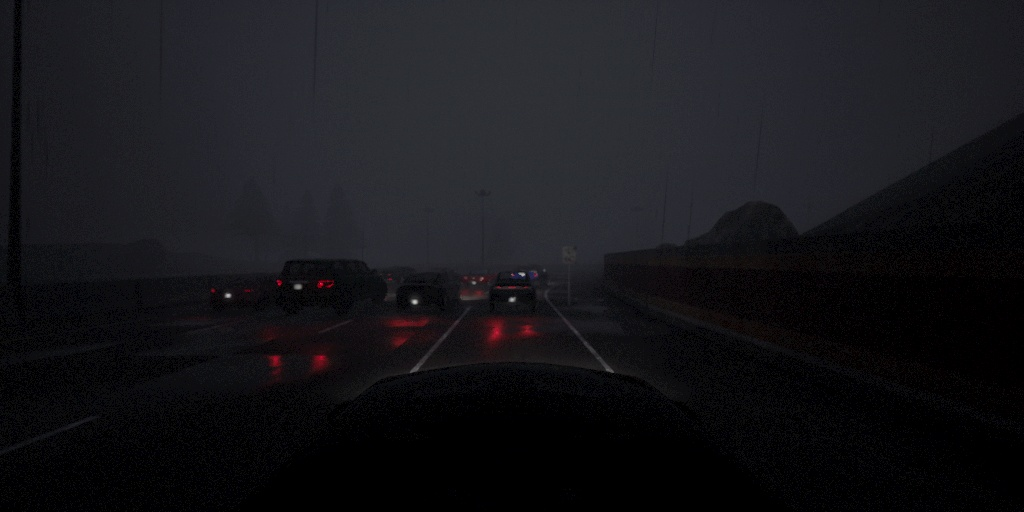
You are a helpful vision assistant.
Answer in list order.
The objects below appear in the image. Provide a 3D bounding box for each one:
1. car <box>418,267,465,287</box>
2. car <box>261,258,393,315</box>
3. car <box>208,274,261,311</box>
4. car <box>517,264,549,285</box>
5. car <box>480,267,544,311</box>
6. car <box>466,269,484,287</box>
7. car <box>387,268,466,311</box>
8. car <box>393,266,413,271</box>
[{"bbox_3d":[-5.428,1.603,28.262,1.994,1.385,4.181,0,-1,16],"label":"car"},{"bbox_3d":[-6.963,1.113,14.433,2.150,2.045,5.566,0,0,1],"label":"car"},{"bbox_3d":[-10.421,1.462,15.268,1.994,1.385,4.181,0,-1,2],"label":"car"},{"bbox_3d":[1.413,1.373,26.751,2.097,1.767,4.553,0,-1,15],"label":"car"},{"bbox_3d":[0.079,1.391,15.347,2.128,1.511,4.902,0,0,2],"label":"car"},{"bbox_3d":[-2.076,1.630,27.326,1.895,1.301,4.718,0,-1,15],"label":"car"},{"bbox_3d":[-3.421,1.405,15.349,1.837,1.490,4.892,0,0,2],"label":"car"},{"bbox_3d":[-8.844,1.555,29.045,1.837,1.490,4.892,0,0,15],"label":"car"}]
